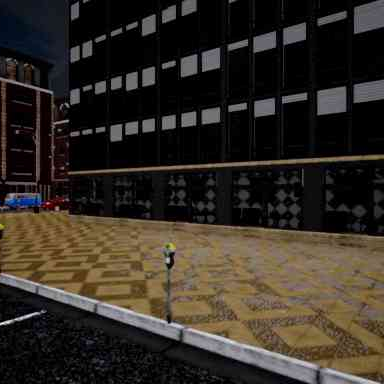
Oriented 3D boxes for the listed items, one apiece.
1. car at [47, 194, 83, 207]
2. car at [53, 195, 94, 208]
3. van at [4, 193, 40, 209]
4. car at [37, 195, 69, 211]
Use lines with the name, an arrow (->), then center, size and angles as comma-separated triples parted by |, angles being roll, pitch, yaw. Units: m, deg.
car -> -16.824, 1.079, 44.269 | 1.967, 1.590, 4.097 | 1, 1, 35
car -> -15.043, 1.176, 42.530 | 1.812, 1.442, 4.674 | 0, 2, 35
van -> -20.059, 1.050, 39.628 | 1.690, 1.788, 3.998 | 1, 1, 35
car -> -13.582, 1.269, 35.145 | 1.887, 1.381, 4.507 | 1, 1, 35
